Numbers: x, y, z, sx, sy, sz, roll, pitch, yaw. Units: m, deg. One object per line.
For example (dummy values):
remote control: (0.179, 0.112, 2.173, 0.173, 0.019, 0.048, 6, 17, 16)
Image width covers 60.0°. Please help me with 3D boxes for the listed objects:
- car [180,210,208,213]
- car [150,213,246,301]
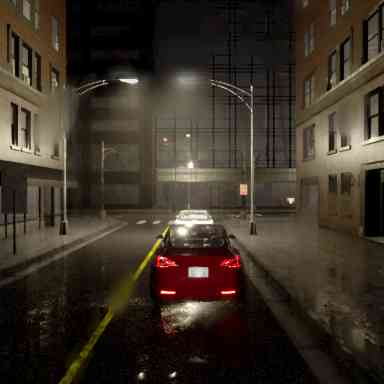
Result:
car: (0.100, 1.602, 17.417, 1.895, 1.301, 4.718, 0, 0, 0)
car: (0.109, 1.504, 8.401, 2.163, 1.488, 4.792, 0, 0, 0)
